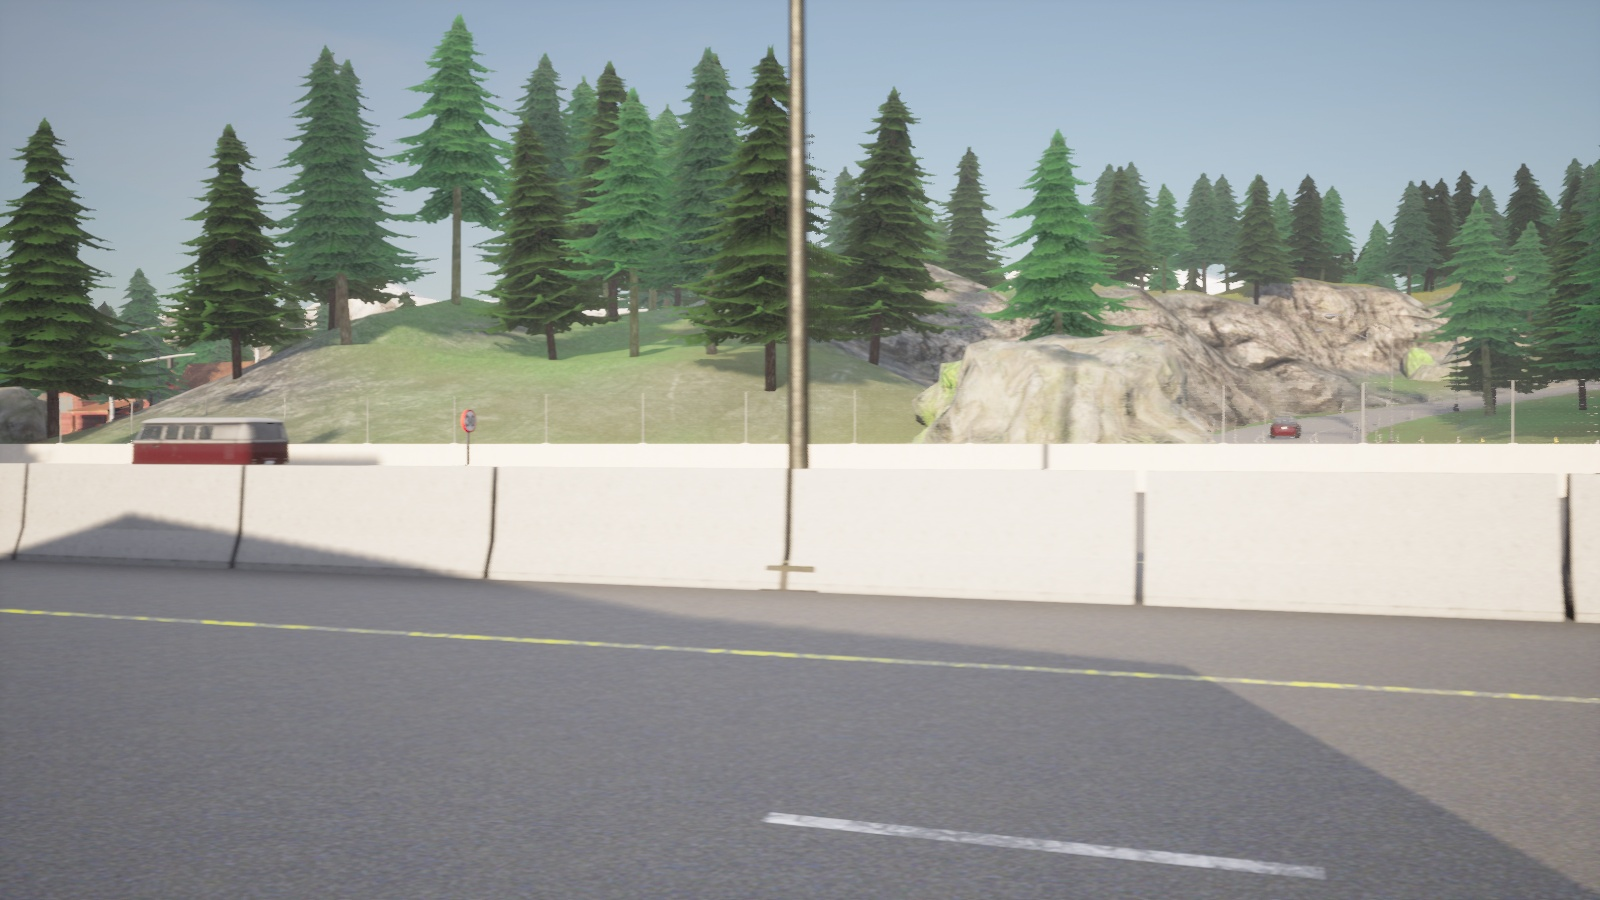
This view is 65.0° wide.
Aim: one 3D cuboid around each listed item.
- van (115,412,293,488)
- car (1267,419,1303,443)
[{"bbox_3d":[-16.384,-0.036,34.549,4.442,1.987,1.775,1,1,19],"label":"van"},{"bbox_3d":[34.612,-1.360,89.528,2.163,1.488,4.792,1,4,23],"label":"car"}]
